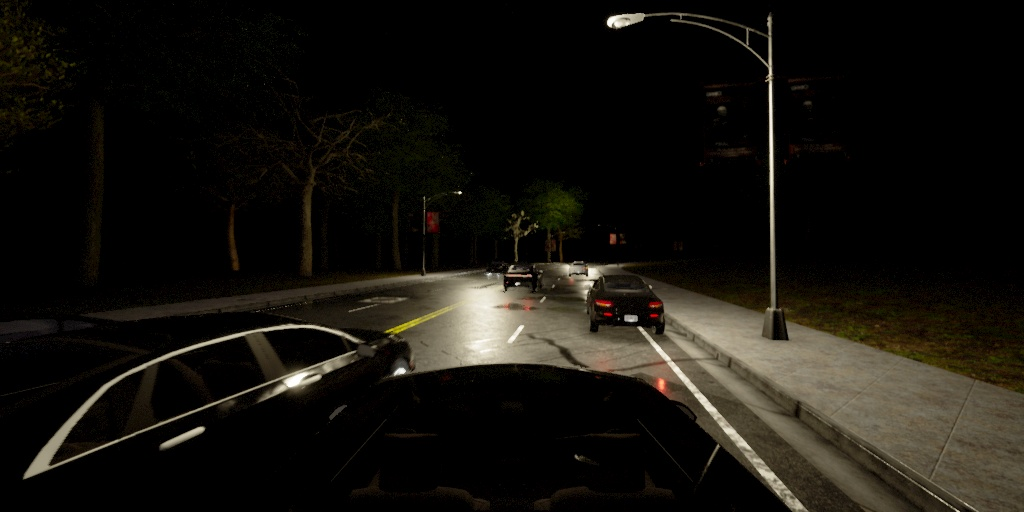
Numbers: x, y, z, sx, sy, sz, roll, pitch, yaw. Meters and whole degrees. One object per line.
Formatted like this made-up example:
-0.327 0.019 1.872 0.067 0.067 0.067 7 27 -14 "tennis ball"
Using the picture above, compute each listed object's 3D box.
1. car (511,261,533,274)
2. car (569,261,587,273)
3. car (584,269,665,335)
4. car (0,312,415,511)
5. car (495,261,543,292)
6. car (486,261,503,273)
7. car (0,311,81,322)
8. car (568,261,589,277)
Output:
1.251 1.297 42.892 1.812 1.442 4.674 0 0 11 "car"
8.533 1.320 45.953 2.033 1.411 5.357 0 0 14 "car"
3.165 1.277 10.555 1.812 1.442 4.674 0 0 10 "car"
-2.547 1.255 3.103 1.837 1.490 4.892 0 0 10 "car"
0.723 1.245 21.100 2.128 1.511 4.902 0 0 10 "car"
-1.740 1.320 44.685 2.033 1.411 5.357 0 0 11 "car"
-5.953 1.312 3.651 1.994 1.385 4.181 0 0 10 "car"
6.656 1.294 35.815 1.812 1.442 4.674 0 0 11 "car"
